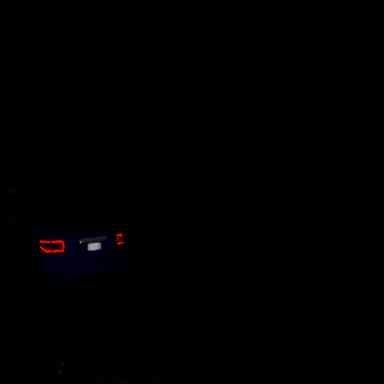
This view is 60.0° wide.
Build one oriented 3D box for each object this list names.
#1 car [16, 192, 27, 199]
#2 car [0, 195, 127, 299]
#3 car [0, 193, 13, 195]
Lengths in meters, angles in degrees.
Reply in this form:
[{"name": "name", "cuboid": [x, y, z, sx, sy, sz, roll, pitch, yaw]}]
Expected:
[{"name": "car", "cuboid": [-40.173, 0.873, 78.345, 1.994, 1.385, 4.181, 0, 3, -22]}, {"name": "car", "cuboid": [-3.985, 1.233, 8.850, 5.566, 2.045, 2.150, 0, 0, 44]}, {"name": "car", "cuboid": [-34.054, 1.153, 61.174, 2.150, 2.045, 5.566, 0, 1, -18]}]
